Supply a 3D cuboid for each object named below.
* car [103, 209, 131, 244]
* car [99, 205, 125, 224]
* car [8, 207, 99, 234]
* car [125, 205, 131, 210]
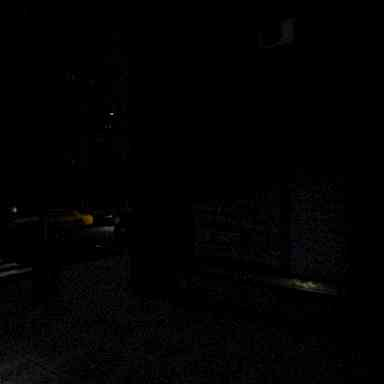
[{"bbox_3d":[-1.574,1.580,15.169,1.947,1.339,4.313,0,0,36],"label":"car"},{"bbox_3d":[-4.944,1.619,24.249,2.008,1.369,4.403,0,0,36],"label":"car"},{"bbox_3d":[-8.194,1.589,19.710,1.752,1.417,4.829,0,0,36],"label":"car"},{"bbox_3d":[-2.182,1.559,23.744,1.837,1.490,4.892,0,-1,36],"label":"car"}]
